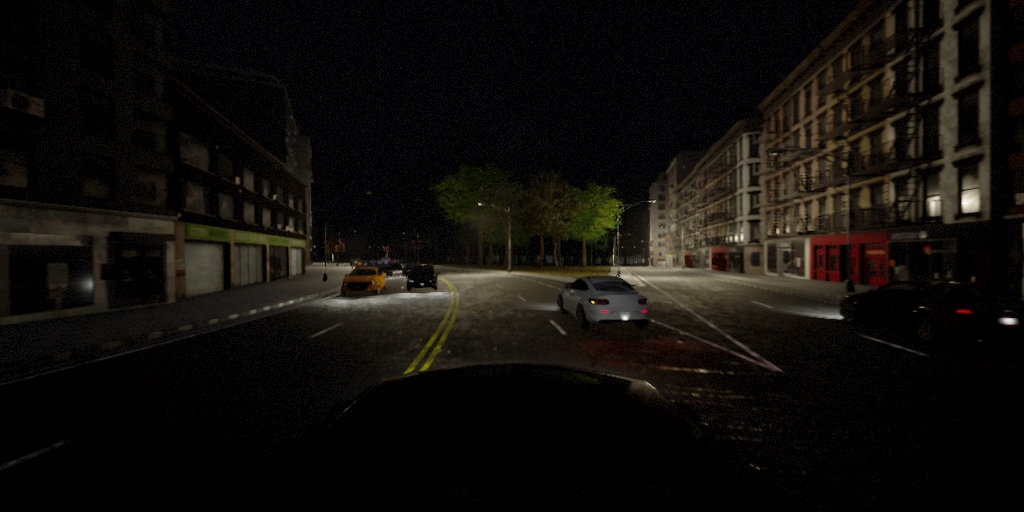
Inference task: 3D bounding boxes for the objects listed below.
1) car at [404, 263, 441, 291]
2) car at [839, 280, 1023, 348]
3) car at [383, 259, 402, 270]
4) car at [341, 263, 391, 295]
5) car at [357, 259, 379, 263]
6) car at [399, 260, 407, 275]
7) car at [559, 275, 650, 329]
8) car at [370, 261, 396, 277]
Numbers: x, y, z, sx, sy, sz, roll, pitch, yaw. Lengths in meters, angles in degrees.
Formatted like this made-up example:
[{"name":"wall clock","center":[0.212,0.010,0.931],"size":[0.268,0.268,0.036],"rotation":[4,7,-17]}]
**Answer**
[{"name":"car","center":[-5.774,1.392,23.366],"size":[1.837,1.490,4.892],"rotation":[0,0,-13]},{"name":"car","center":[10.639,1.308,9.226],"size":[1.994,1.385,4.181],"rotation":[0,-1,16]},{"name":"car","center":[-17.981,1.583,54.651],"size":[1.994,1.385,4.181],"rotation":[-1,0,-27]},{"name":"car","center":[-8.740,1.399,21.512],"size":[1.882,1.535,5.008],"rotation":[0,0,-12]},{"name":"car","center":[-23.649,1.626,58.699],"size":[2.033,1.411,5.357],"rotation":[-1,0,-27]},{"name":"car","center":[-11.320,1.477,40.714],"size":[1.812,1.442,4.674],"rotation":[-1,0,-23]},{"name":"car","center":[2.727,1.331,11.374],"size":[1.812,1.442,4.674],"rotation":[0,0,-3]},{"name":"car","center":[-14.283,1.556,39.358],"size":[1.994,1.385,4.181],"rotation":[-1,0,-23]}]
